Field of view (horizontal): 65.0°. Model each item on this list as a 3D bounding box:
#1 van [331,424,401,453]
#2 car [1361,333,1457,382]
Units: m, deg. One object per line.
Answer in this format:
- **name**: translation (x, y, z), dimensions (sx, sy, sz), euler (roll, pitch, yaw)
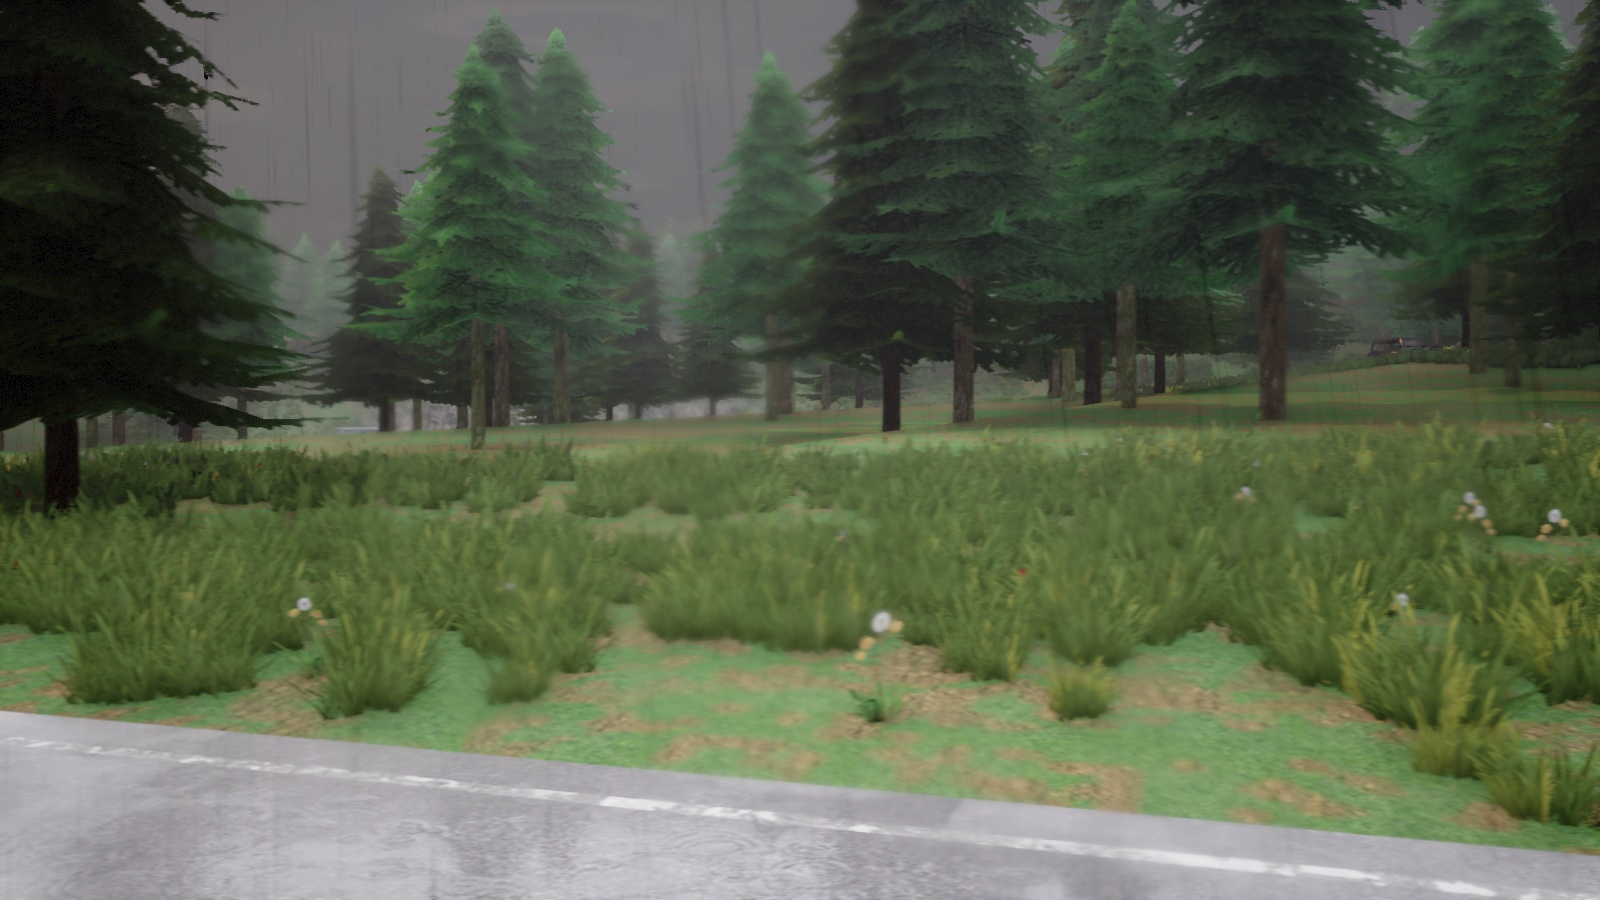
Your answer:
- **van**: translation (-30.500, -0.811, 88.396), dimensions (1.775, 1.987, 4.442), euler (1, 1, 36)
- **car**: translation (30.157, -4.546, 62.264), dimensions (1.905, 1.878, 3.866), euler (0, -4, -24)
